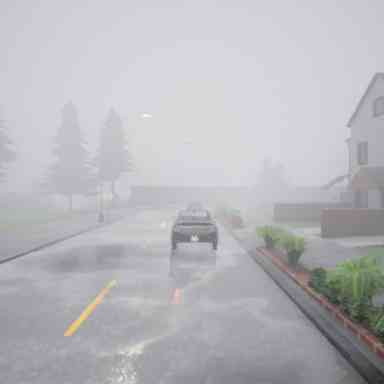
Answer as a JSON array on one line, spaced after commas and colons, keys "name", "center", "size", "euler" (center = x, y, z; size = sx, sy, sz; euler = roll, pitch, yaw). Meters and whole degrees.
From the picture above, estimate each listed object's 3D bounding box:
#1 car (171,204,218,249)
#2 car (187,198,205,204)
[{"name": "car", "center": [0.100, 1.509, 14.586], "size": [2.128, 1.511, 4.902], "euler": [0, 0, 0]}, {"name": "car", "center": [0.539, 1.556, 40.579], "size": [1.837, 1.490, 4.892], "euler": [-1, 0, 8]}]
